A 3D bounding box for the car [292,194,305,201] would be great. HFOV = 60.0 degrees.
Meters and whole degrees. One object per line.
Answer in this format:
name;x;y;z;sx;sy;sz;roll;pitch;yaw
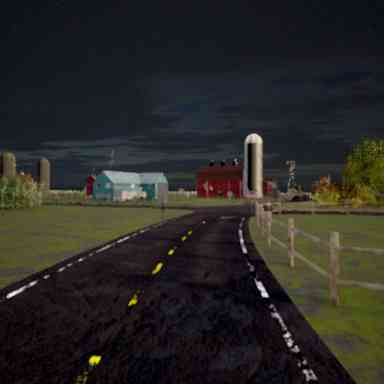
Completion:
car;27.081;1.646;85.454;1.837;1.490;4.892;0;0;29
